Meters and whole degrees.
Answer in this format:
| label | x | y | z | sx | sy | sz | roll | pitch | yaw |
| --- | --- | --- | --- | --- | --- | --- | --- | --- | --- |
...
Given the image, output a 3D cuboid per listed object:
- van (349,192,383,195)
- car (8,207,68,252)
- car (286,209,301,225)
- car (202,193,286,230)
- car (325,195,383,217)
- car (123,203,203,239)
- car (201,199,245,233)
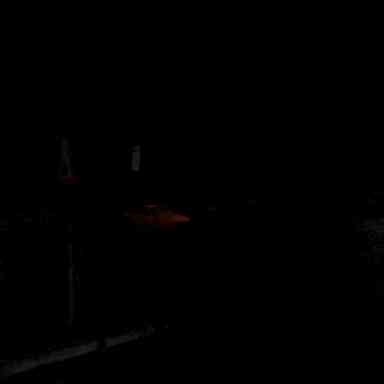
| label | x | y | z | sx | sy | sz | roll | pitch | yaw |
| --- | --- | --- | --- | --- | --- | --- | --- | --- | --- |
| van | 16.149 | 1.017 | 30.378 | 1.878 | 1.987 | 4.442 | -1 | 0 | -35 |
| car | -6.526 | 1.447 | 14.105 | 2.097 | 1.535 | 5.008 | 0 | 0 | -35 |
| car | 4.915 | 1.378 | 22.199 | 2.163 | 1.488 | 4.792 | 0 | 0 | -35 |
| car | 2.648 | 1.117 | 20.586 | 2.435 | 2.045 | 5.566 | -1 | 0 | -35 |
| car | 13.958 | 1.265 | 28.666 | 2.231 | 1.521 | 4.892 | -1 | 0 | -35 |
| car | -1.898 | 1.408 | 17.391 | 2.097 | 1.535 | 5.008 | 0 | 0 | -35 |
| car | 0.373 | 1.389 | 18.993 | 2.231 | 1.521 | 4.892 | 0 | 0 | -35 |
